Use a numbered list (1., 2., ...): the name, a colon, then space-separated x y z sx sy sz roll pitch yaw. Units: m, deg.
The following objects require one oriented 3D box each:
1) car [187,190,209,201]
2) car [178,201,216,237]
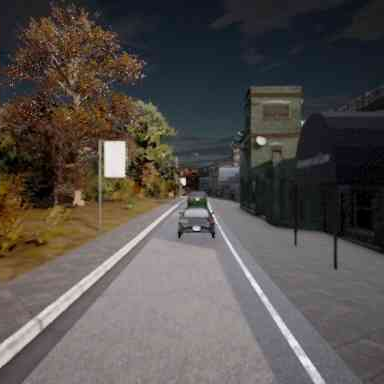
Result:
1. car: 0.617 0.824 36.314 2.150 2.045 5.566 0 1 2
2. car: 0.243 1.450 17.425 1.812 1.442 4.674 0 1 1
